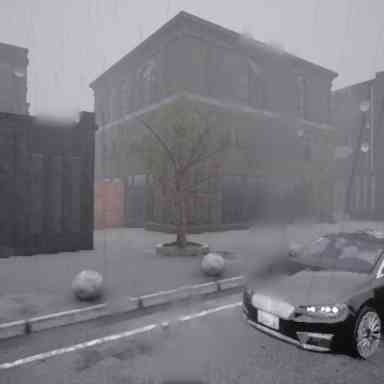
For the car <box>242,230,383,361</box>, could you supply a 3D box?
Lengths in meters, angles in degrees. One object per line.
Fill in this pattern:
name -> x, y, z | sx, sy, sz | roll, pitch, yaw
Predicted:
car -> 3.051, 1.504, 6.020 | 4.902, 1.511, 2.128 | 0, 0, -35
